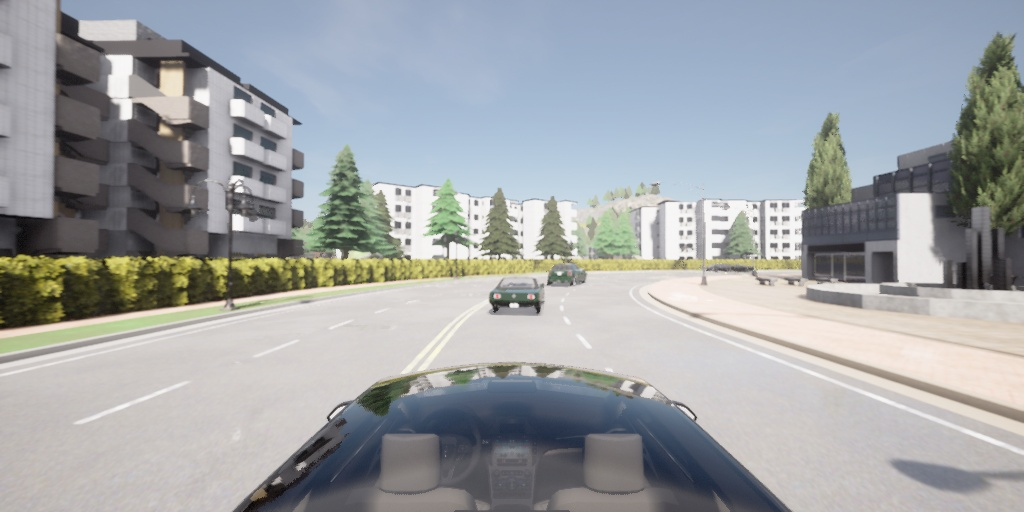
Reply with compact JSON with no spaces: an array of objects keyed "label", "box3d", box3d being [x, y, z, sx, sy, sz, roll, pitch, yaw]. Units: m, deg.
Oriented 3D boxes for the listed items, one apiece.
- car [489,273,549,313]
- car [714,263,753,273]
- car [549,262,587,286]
[{"label":"car","box3d":[0.381,1.495,14.926,1.895,1.301,4.718,0,-1,8]},{"label":"car","box3d":[34.362,1.936,55.250,4.718,1.301,1.895,0,-1,-10]},{"label":"car","box3d":[4.526,1.397,28.793,2.097,1.767,4.553,0,-1,27]}]
